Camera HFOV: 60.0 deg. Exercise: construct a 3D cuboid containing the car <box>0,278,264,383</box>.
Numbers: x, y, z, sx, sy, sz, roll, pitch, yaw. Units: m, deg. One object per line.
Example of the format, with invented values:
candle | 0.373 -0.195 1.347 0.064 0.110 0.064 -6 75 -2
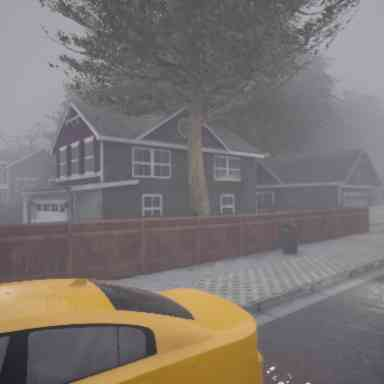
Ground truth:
car | -1.718 1.549 2.543 5.008 1.535 1.882 0 -1 -31
